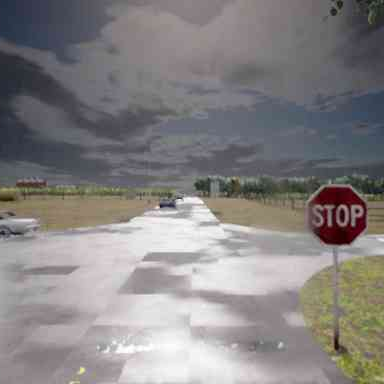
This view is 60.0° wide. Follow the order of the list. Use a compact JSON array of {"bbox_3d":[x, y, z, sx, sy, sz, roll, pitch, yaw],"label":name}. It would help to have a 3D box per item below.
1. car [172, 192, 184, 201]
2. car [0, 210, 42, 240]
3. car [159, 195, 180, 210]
[{"bbox_3d":[-2.659,0.699,62.649,2.097,1.767,4.553,0,1,0],"label":"car"},{"bbox_3d":[-9.791,1.516,15.620,4.718,1.301,1.895,1,-1,-3],"label":"car"},{"bbox_3d":[-2.696,1.303,37.857,1.895,1.301,4.718,0,1,0],"label":"car"}]
